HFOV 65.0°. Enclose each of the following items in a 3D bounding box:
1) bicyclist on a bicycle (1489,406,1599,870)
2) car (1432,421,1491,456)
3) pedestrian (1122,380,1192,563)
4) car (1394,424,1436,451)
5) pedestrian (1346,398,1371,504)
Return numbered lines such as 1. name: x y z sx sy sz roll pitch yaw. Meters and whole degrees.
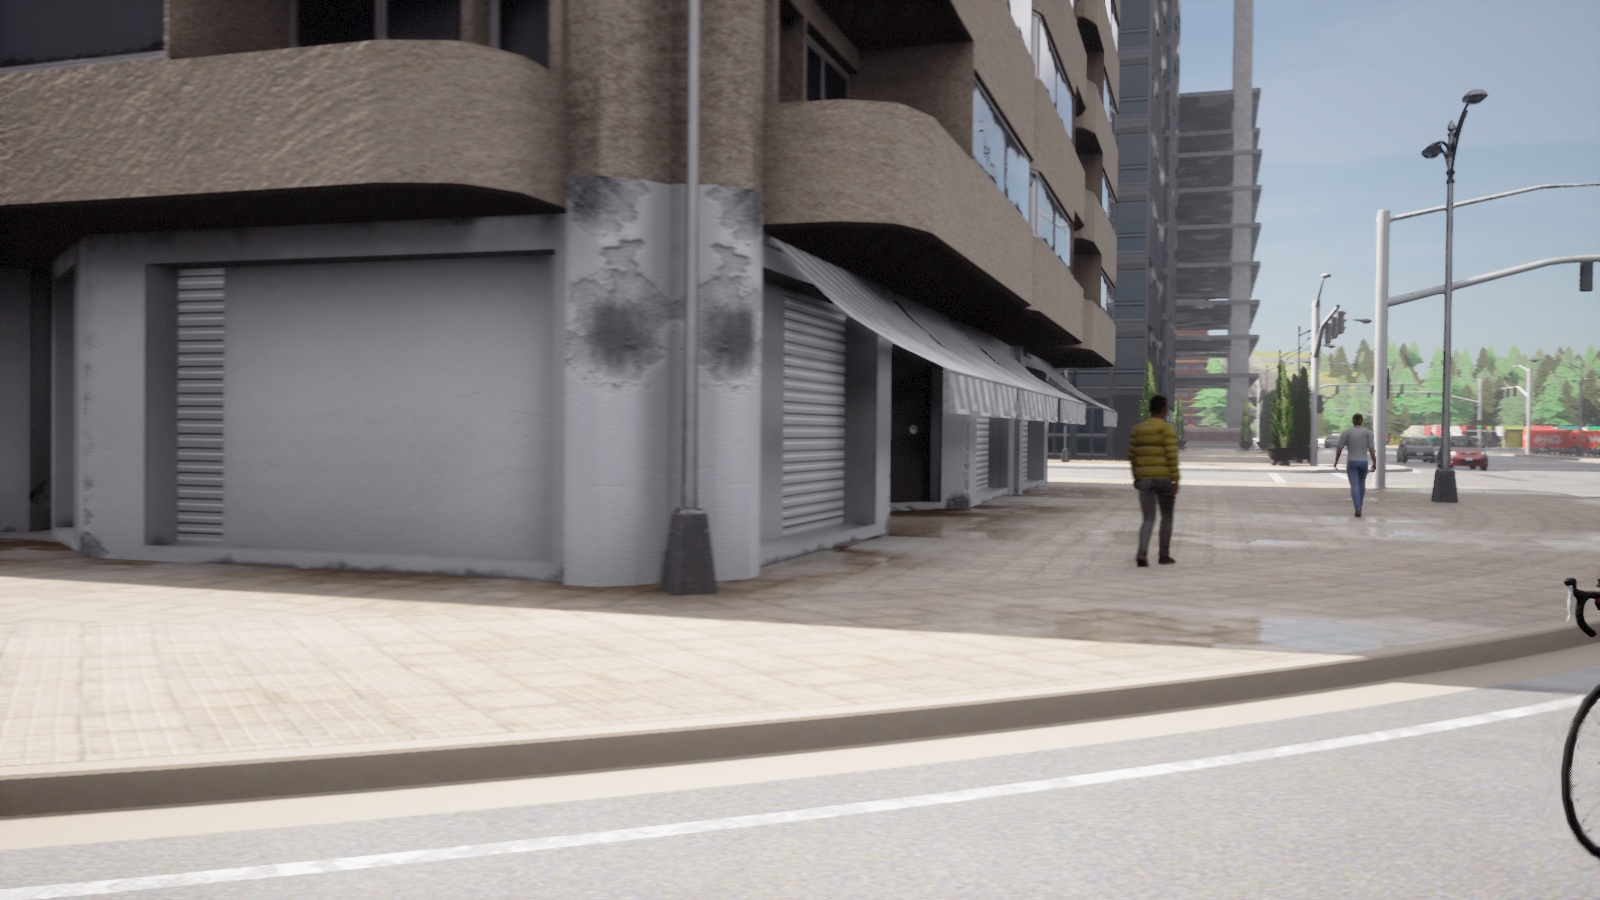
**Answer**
1. bicyclist on a bicycle: 3.463 0.638 4.856 1.656 1.620 0.582 -1 1 -29
2. car: 31.884 -0.585 60.624 1.851 1.617 3.988 0 1 18
3. pedestrian: 3.723 0.211 13.088 0.431 1.840 0.709 0 1 40
4. car: 36.584 -0.774 74.776 1.789 1.549 3.705 0 1 18
5. pedestrian: 9.805 0.014 22.042 0.354 1.836 0.706 0 1 21
